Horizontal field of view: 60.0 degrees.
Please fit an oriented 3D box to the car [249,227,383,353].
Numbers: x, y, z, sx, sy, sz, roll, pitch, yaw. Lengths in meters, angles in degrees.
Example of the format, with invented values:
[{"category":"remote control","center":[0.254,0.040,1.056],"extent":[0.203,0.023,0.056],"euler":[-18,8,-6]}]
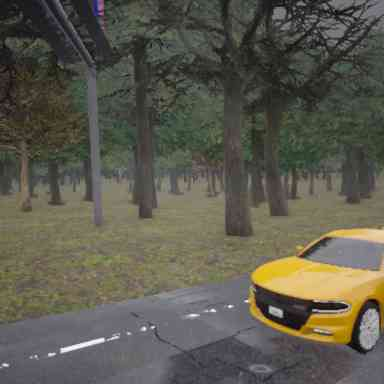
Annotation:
[{"category":"car","center":[3.258,1.480,6.313],"extent":[5.008,1.535,1.882],"euler":[0,0,-35]}]
